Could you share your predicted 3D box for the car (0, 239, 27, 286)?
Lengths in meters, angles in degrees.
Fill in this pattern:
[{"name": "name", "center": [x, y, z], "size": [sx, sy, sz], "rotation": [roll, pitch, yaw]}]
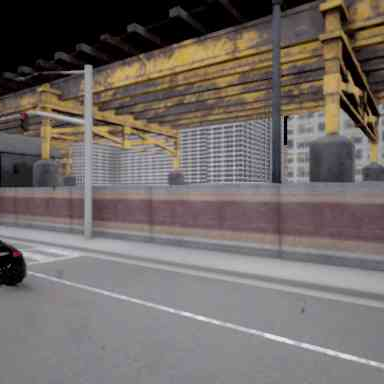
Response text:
[{"name": "car", "center": [-5.967, 1.564, 8.233], "size": [4.181, 1.385, 1.994], "rotation": [0, 0, 35]}]
